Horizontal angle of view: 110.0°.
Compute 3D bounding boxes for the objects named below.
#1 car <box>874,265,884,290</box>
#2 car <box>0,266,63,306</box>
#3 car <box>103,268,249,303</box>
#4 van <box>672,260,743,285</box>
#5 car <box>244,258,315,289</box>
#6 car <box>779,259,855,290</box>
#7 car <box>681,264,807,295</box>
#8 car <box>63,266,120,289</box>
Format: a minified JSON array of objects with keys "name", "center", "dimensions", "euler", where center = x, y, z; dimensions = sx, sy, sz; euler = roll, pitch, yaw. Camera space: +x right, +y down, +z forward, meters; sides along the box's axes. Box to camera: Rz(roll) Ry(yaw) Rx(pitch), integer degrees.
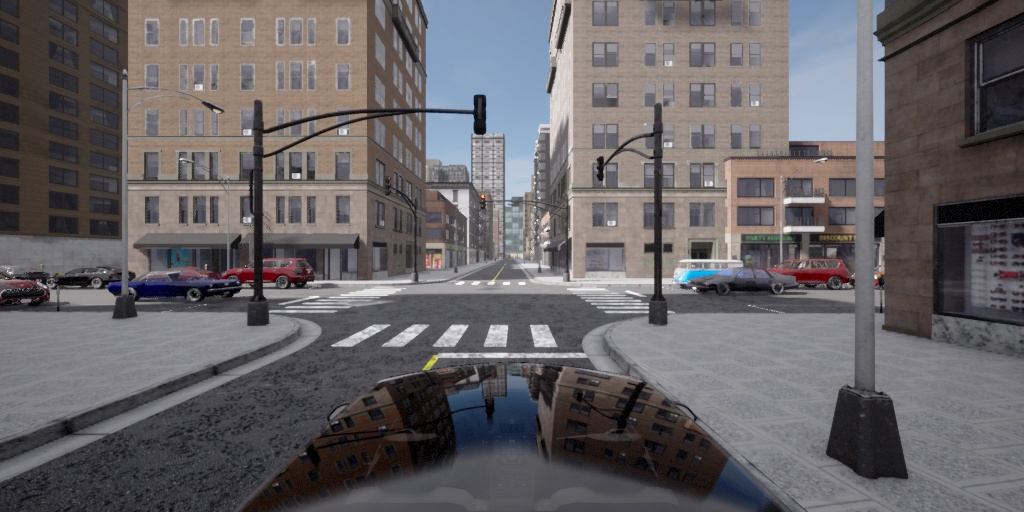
[{"name":"car","center":[23.226,1.216,21.920],"dimensions":[4.097,1.591,1.967],"euler":[0,0,0]},{"name":"car","center":[-20.459,1.179,13.639],"dimensions":[4.097,1.591,1.967],"euler":[0,0,0]},{"name":"car","center":[-15.003,1.345,16.192],"dimensions":[4.718,1.301,1.895],"euler":[0,0,3]},{"name":"van","center":[12.034,1.108,21.983],"dimensions":[3.998,1.789,1.690],"euler":[0,0,0]},{"name":"car","center":[-14.913,1.058,22.134],"dimensions":[5.009,1.841,2.192],"euler":[0,0,0]},{"name":"car","center":[17.631,1.087,21.952],"dimensions":[5.009,1.841,2.192],"euler":[0,0,0]},{"name":"car","center":[12.342,1.315,19.280],"dimensions":[5.357,1.411,2.033],"euler":[0,0,-5]},{"name":"car","center":[-25.960,1.299,22.196],"dimensions":[4.313,1.339,1.948],"euler":[0,0,0]}]
